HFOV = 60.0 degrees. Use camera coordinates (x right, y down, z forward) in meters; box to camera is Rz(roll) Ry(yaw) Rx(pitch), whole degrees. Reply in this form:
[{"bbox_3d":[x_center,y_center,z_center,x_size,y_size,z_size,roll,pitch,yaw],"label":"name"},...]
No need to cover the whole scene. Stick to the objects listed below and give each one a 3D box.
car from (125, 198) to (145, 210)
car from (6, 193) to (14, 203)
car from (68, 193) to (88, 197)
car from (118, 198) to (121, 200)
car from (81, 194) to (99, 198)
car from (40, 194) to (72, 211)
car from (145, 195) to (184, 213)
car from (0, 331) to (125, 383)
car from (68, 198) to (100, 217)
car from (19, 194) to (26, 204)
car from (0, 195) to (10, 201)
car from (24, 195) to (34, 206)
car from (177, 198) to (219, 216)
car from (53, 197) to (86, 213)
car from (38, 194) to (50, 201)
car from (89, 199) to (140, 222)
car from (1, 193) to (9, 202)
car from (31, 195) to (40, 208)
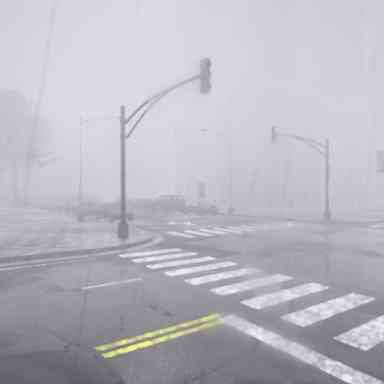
[{"bbox_3d":[-5.936,1.444,39.949,1.947,1.339,4.313,0,0,-36],"label":"car"},{"bbox_3d":[-32.849,1.385,62.165,1.887,1.381,4.507,0,0,-36],"label":"car"},{"bbox_3d":[-19.296,1.138,58.121,2.192,1.841,5.009,0,0,-36],"label":"car"},{"bbox_3d":[-9.275,1.428,44.492,1.947,1.339,4.313,0,0,-36],"label":"car"},{"bbox_3d":[-15.956,1.379,53.578,1.887,1.381,4.507,0,0,-36],"label":"car"},{"bbox_3d":[-16.147,1.340,39.445,1.967,1.590,4.097,0,0,-36],"label":"car"},{"bbox_3d":[-2.596,1.211,35.406,2.192,1.841,5.009,0,0,-36],"label":"car"},{"bbox_3d":[-2.647,1.503,1.539,4.892,1.490,1.837,0,0,-37],"label":"car"},{"bbox_3d":[-9.466,1.499,30.359,1.947,1.339,4.313,0,0,-36],"label":"car"},{"bbox_3d":[-26.169,1.427,53.078,1.947,1.339,4.313,0,0,-36],"label":"car"},{"bbox_3d":[-42.869,1.395,75.796,1.802,1.307,4.206,0,0,-36],"label":"car"},{"bbox_3d":[-22.726,1.398,48.396,1.752,1.417,4.829,0,0,-36],"label":"car"},{"bbox_3d":[0.744,1.498,30.863,1.802,1.307,4.206,0,0,-36],"label":"car"},{"bbox_3d":[-12.807,1.498,34.903,1.802,1.307,4.206,0,0,-36],"label":"car"},{"bbox_3d":[-36.095,1.301,80.974,1.752,1.417,4.829,0,0,-36],"label":"car"},{"bbox_3d":[-6.125,1.520,25.815,1.947,1.339,4.313,0,0,-36],"label":"car"},{"bbox_3d":[-36.190,1.146,66.708,2.192,1.841,5.009,0,0,-36],"label":"car"},{"bbox_3d":[-19.487,1.467,43.990,1.802,1.307,4.206,0,0,-36],"label":"car"}]
